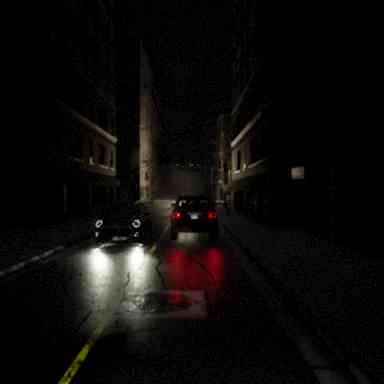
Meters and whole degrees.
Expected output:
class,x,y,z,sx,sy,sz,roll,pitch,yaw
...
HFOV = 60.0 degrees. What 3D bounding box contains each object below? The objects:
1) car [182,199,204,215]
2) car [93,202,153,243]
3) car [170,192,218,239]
class,x,y,z,sx,sy,sz,roll,pitch,yaw
car,0.094,1.439,33.558,2.033,1.411,5.357,0,0,0
car,-3.101,1.306,15.768,2.097,1.767,4.553,0,0,0
car,0.098,1.170,16.955,2.150,2.045,5.566,0,0,0
